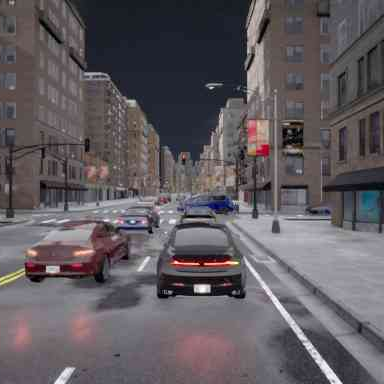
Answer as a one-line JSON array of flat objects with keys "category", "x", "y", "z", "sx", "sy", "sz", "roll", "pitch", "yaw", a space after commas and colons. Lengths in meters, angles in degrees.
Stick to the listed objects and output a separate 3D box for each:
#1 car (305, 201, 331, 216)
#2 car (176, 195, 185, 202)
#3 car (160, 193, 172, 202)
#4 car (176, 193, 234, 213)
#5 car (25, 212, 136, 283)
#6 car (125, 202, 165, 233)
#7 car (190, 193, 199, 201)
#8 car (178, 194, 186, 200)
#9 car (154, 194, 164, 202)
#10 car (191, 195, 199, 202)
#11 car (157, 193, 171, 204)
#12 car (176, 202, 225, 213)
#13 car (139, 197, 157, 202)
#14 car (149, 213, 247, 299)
[{"category": "car", "x": 14.124, "y": 1.633, "z": 33.127, "sx": 5.357, "sy": 1.411, "sz": 2.033, "roll": 0, "pitch": -1, "yaw": -3}, {"category": "car", "x": -2.622, "y": 1.493, "z": 75.655, "sx": 1.994, "sy": 1.385, "sz": 4.181, "roll": 0, "pitch": 0, "yaw": 0}, {"category": "car", "x": -5.874, "y": 1.170, "z": 75.458, "sx": 2.150, "sy": 2.045, "sz": 5.566, "roll": 0, "pitch": 0, "yaw": 0}, {"category": "car", "x": 1.244, "y": 1.245, "z": 32.035, "sx": 5.566, "sy": 2.045, "sz": 2.150, "roll": 1, "pitch": -1, "yaw": -13}, {"category": "car", "x": -3.026, "y": 1.527, "z": 9.595, "sx": 1.812, "sy": 1.442, "sz": 4.674, "roll": 0, "pitch": 0, "yaw": 1}, {"category": "car", "x": -2.959, "y": 1.546, "z": 19.162, "sx": 2.033, "sy": 1.411, "sz": 5.357, "roll": 0, "pitch": 0, "yaw": 0}, {"category": "car", "x": 0.706, "y": 1.160, "z": 85.660, "sx": 2.150, "sy": 2.045, "sz": 5.566, "roll": 0, "pitch": 0, "yaw": 0}, {"category": "car", "x": -2.545, "y": 1.245, "z": 85.658, "sx": 1.882, "sy": 1.535, "sz": 5.008, "roll": 0, "pitch": 0, "yaw": 0}, {"category": "car", "x": -6.126, "y": 1.498, "z": 54.104, "sx": 1.812, "sy": 1.442, "sz": 4.674, "roll": 0, "pitch": 0, "yaw": 1}, {"category": "car", "x": 0.637, "y": 1.473, "z": 75.392, "sx": 1.812, "sy": 1.442, "sz": 4.674, "roll": 0, "pitch": 0, "yaw": 0}, {"category": "car", "x": -5.998, "y": 1.183, "z": 64.765, "sx": 2.150, "sy": 2.045, "sz": 5.566, "roll": 0, "pitch": 0, "yaw": 1}, {"category": "car", "x": 0.291, "y": 1.490, "z": 17.855, "sx": 2.128, "sy": 1.511, "sz": 4.902, "roll": 0, "pitch": 0, "yaw": -1}, {"category": "car", "x": -6.212, "y": 1.582, "z": 44.093, "sx": 1.895, "sy": 1.301, "sz": 4.718, "roll": 0, "pitch": 0, "yaw": 0}, {"category": "car", "x": 0.205, "y": 1.506, "z": 8.459, "sx": 1.837, "sy": 1.490, "sz": 4.892, "roll": 0, "pitch": 0, "yaw": 0}]
